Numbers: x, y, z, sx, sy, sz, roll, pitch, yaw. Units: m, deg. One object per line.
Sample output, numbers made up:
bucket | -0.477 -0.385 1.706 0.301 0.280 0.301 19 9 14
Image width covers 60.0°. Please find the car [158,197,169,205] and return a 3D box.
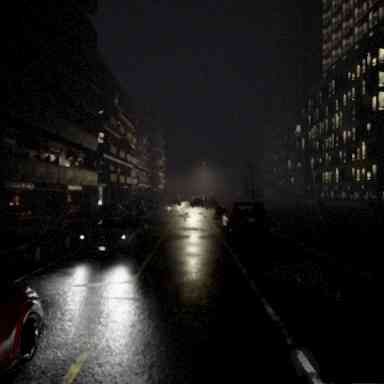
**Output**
car | -5.691 1.829 67.130 1.887 1.381 4.507 0 0 0

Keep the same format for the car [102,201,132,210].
car | -5.694 1.527 22.917 1.967 1.590 4.097 0 0 0

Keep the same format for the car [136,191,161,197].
car | -8.736 0.943 66.017 2.150 2.045 5.566 3 21 46

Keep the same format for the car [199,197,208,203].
car | 2.690 1.923 78.182 1.802 1.307 4.206 0 0 0

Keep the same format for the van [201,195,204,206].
van | 2.687 1.544 50.549 1.690 1.788 3.998 0 0 0

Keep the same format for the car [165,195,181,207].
car | -3.052 1.456 57.391 2.150 2.045 5.566 0 0 1

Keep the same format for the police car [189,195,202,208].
police car | 0.904 1.643 53.657 1.930 1.638 5.238 0 0 0

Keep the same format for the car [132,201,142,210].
car | -5.693 1.691 28.444 1.802 1.307 4.206 0 0 0

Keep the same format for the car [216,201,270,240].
car | 2.685 1.379 17.390 2.192 1.841 5.009 0 0 0

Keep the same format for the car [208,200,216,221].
car | 2.687 1.653 28.443 1.887 1.381 4.507 0 0 0

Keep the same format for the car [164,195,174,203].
car | -5.692 1.686 83.710 2.192 1.841 5.009 0 0 0

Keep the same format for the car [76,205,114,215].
car | -5.694 1.609 17.389 1.887 1.381 4.507 0 0 0

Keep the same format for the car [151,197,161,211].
car | -5.692 1.703 44.854 1.752 1.417 4.829 0 0 0

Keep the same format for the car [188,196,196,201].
car | 0.006 1.708 88.045 1.837 1.490 4.892 0 0 0

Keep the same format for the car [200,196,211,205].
car | 2.688 1.724 67.129 1.967 1.590 4.097 0 0 0

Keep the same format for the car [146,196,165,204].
car | -5.692 1.748 50.549 1.887 1.381 4.507 0 0 0

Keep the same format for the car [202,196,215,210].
car | 2.688 1.704 45.193 1.752 1.417 4.829 0 0 0

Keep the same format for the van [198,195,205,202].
van | 2.690 1.771 94.763 1.690 1.788 3.998 0 0 0

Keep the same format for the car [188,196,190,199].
car | 0.765 1.618 63.561 2.097 1.767 4.553 0 0 3

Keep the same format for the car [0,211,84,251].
car | -5.694 1.594 11.864 2.008 1.369 4.403 0 0 0

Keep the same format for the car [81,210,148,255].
car | -3.078 1.651 13.662 1.895 1.301 4.718 0 0 0

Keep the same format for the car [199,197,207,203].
car | 2.690 1.952 83.708 1.802 1.307 4.206 0 0 0

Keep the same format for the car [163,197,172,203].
car | -5.691 1.866 78.014 1.752 1.417 4.829 0 0 0

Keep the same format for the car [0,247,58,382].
car | -3.096 1.575 3.037 1.994 1.385 4.181 0 0 0

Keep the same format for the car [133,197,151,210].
car | -5.694 1.571 33.971 1.967 1.590 4.097 0 0 0
